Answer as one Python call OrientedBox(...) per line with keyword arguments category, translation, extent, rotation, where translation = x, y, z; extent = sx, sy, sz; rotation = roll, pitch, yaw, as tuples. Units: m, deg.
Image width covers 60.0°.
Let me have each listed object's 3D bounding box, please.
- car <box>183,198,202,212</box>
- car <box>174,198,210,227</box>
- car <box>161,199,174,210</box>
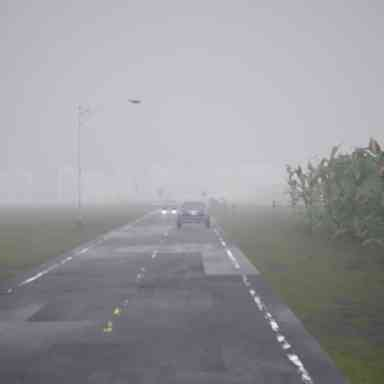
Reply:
OrientedBox(category="car", translation=(0.087, 1.490, 39.641), extent=(2.128, 1.511, 4.902), rotation=(0, 0, 0))
OrientedBox(category="car", translation=(0.092, 1.348, 22.592), extent=(2.097, 1.767, 4.553), rotation=(0, 0, 0))
OrientedBox(category="car", translation=(-2.791, 1.547, 42.503), extent=(2.033, 1.411, 5.357), rotation=(0, 0, 0))
